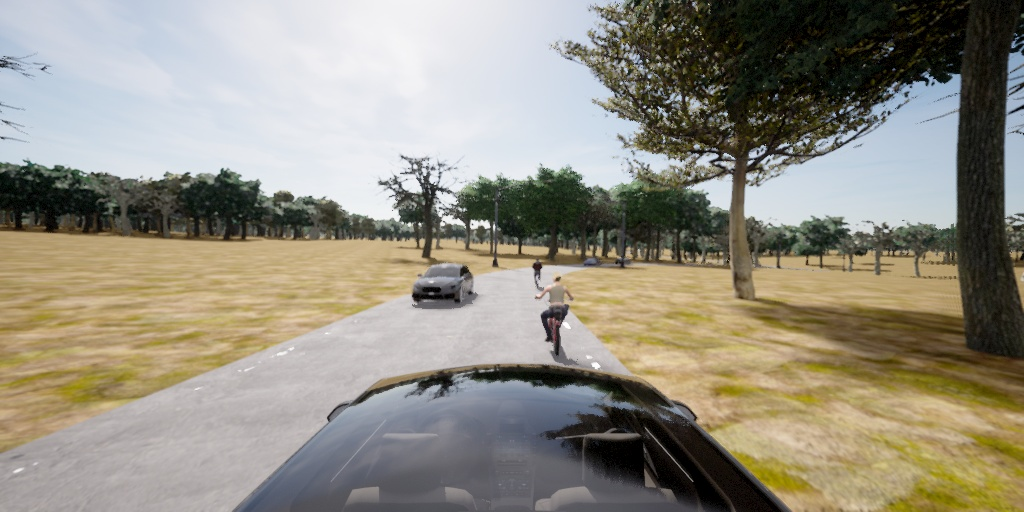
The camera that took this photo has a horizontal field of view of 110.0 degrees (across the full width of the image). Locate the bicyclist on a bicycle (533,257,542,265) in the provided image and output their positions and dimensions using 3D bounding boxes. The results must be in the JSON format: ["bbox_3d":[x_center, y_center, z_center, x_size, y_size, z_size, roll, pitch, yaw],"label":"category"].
[{"bbox_3d":[1.461,0.956,20.532,0.659,1.776,1.843,1,1,6],"label":"bicyclist on a bicycle"}]

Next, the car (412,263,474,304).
[{"bbox_3d":[-2.802,1.090,15.435,1.837,1.490,4.892,0,1,3],"label":"car"}]

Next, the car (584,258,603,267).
[{"bbox_3d":[13.349,0.991,58.803,2.033,1.411,5.357,2,1,30],"label":"car"}]

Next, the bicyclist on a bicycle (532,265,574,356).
[{"bbox_3d":[0.884,1.111,7.376,0.866,1.612,1.509,2,2,0],"label":"bicyclist on a bicycle"}]
